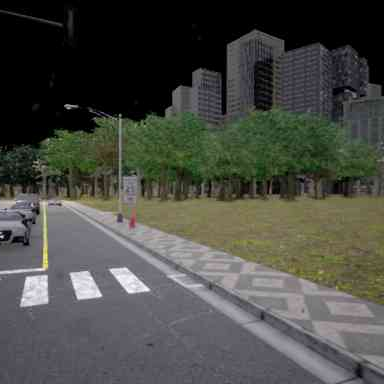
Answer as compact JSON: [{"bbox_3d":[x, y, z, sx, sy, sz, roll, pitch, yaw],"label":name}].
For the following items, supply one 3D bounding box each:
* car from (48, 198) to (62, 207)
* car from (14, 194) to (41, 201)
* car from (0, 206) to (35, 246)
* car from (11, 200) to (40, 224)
[{"bbox_3d":[-21.491,1.566,52.063,1.895,1.301,4.718,0,0,-24],"label":"car"},{"bbox_3d":[-16.531,1.206,33.583,2.150,2.045,5.566,0,0,-24],"label":"car"},{"bbox_3d":[-8.235,1.558,14.702,1.994,1.385,4.181,0,0,-24],"label":"car"},{"bbox_3d":[-12.236,1.555,23.775,1.994,1.385,4.181,0,0,-23],"label":"car"}]
